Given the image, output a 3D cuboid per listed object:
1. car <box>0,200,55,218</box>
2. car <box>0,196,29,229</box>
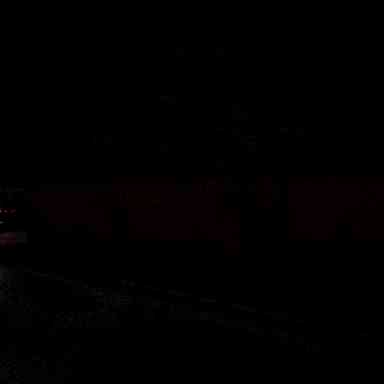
[{"bbox_3d":[-15.953,1.559,31.853,1.882,1.535,5.008,0,0,35],"label":"car"},{"bbox_3d":[-9.957,1.276,22.343,2.150,2.045,5.566,0,0,39],"label":"car"}]
